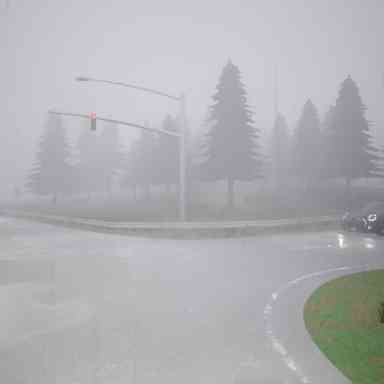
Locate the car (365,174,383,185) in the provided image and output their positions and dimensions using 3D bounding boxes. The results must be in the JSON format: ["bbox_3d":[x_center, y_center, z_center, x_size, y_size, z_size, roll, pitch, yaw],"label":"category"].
[{"bbox_3d":[28.020,-2.127,51.214,2.150,2.045,5.566,0,5,25],"label":"car"}]

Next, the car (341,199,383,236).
[{"bbox_3d":[9.947,1.138,17.042,4.553,1.767,2.097,-2,1,-21],"label":"car"}]
